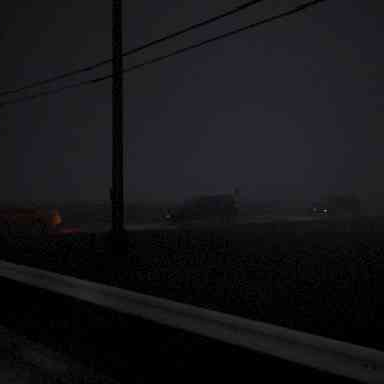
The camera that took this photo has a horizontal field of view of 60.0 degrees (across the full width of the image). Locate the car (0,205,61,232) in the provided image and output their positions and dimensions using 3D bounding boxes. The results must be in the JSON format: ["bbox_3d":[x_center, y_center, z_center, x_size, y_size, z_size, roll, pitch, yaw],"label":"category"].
[{"bbox_3d":[-10.572,1.573,19.989,5.008,1.535,1.882,0,0,-14],"label":"car"}]

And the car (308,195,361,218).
[{"bbox_3d":[13.465,1.257,31.314,5.566,2.045,2.150,0,0,-30],"label":"car"}]

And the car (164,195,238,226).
[{"bbox_3d":[0.766,1.277,24.250,5.566,2.045,2.150,-1,0,-28],"label":"car"}]
